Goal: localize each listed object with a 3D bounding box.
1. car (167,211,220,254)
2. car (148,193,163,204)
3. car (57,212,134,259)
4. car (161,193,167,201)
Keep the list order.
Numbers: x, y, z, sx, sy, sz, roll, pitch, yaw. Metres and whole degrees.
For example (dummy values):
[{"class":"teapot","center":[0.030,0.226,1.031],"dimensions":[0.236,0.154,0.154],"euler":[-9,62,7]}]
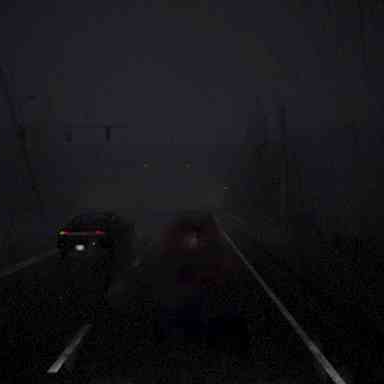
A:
[{"class":"car","center":[0.066,1.491,13.527],"dimensions":[1.882,1.535,5.008],"euler":[0,0,0]},{"class":"car","center":[-7.566,1.566,66.431],"dimensions":[1.837,1.490,4.892],"euler":[0,0,1]},{"class":"car","center":[-3.439,1.504,12.684],"dimensions":[2.128,1.511,4.902],"euler":[0,0,0]},{"class":"car","center":[-7.448,1.235,82.839],"dimensions":[2.150,2.045,5.566],"euler":[0,0,0]}]
